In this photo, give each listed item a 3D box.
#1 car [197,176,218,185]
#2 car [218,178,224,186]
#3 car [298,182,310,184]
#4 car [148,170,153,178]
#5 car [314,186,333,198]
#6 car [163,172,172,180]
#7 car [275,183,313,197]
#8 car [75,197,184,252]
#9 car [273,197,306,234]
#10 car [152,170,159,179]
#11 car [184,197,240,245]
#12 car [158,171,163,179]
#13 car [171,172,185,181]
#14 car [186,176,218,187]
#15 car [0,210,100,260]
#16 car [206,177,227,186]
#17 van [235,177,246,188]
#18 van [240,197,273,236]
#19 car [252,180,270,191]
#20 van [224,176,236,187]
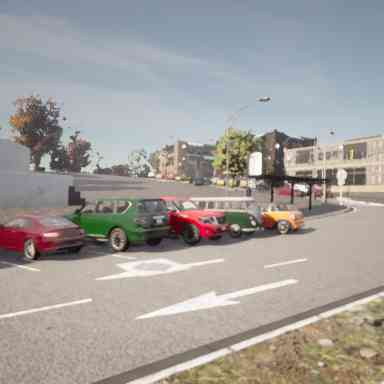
[{"bbox_3d":[3.286,-2.401,69.916,2.002,1.452,4.674,7,3,35],"label":"car"},{"bbox_3d":[6.868,-1.896,65.140,1.946,1.575,5.366,7,3,35],"label":"car"},{"bbox_3d":[17.168,-0.508,50.208,2.435,2.045,5.566,7,3,35],"label":"car"},{"bbox_3d":[-8.996,-4.448,86.948,2.435,2.045,5.566,1,-1,34],"label":"car"},{"bbox_3d":[18.863,0.054,47.739,2.002,1.452,4.674,7,3,35],"label":"car"},{"bbox_3d":[-3.687,-3.784,79.673,2.435,2.045,5.566,7,4,34],"label":"car"},{"bbox_3d":[12.406,-0.050,41.597,1.994,1.385,4.181,2,4,-34],"label":"car"},{"bbox_3d":[-3.432,1.240,14.086,5.566,2.045,2.435,-1,-1,35],"label":"car"},{"bbox_3d":[4.021,1.367,19.223,4.553,1.767,2.185,-1,-1,35],"label":"car"},{"bbox_3d":[-7.220,-4.170,84.603,2.185,1.767,4.553,4,1,33],"label":"car"},{"bbox_3d":[-0.921,1.240,15.795,5.566,2.045,2.435,-1,-1,35],"label":"car"},{"bbox_3d":[-5.486,-3.935,82.137,2.185,1.767,4.553,6,3,34],"label":"car"},{"bbox_3d":[-1.832,-3.261,77.418,1.946,1.575,5.366,7,3,34],"label":"car"},{"bbox_3d":[1.519,-1.820,56.798,2.128,1.511,4.902,2,4,-36],"label":"car"},{"bbox_3d":[-5.856,1.531,12.324,4.674,1.452,2.002,-1,-1,35],"label":"car"},{"bbox_3d":[5.033,-2.127,67.457,2.002,1.452,4.674,7,4,35],"label":"car"},{"bbox_3d":[10.181,-1.574,59.943,1.878,1.987,4.442,7,4,35],"label":"van"},{"bbox_3d":[1.614,1.265,17.468,4.442,1.987,1.878,-1,-1,35],"label":"van"},{"bbox_3d":[11.945,-1.075,57.584,2.231,1.521,4.892,7,3,35],"label":"car"},{"bbox_3d":[8.447,-1.847,62.412,1.878,1.987,4.442,7,4,35],"label":"van"}]
